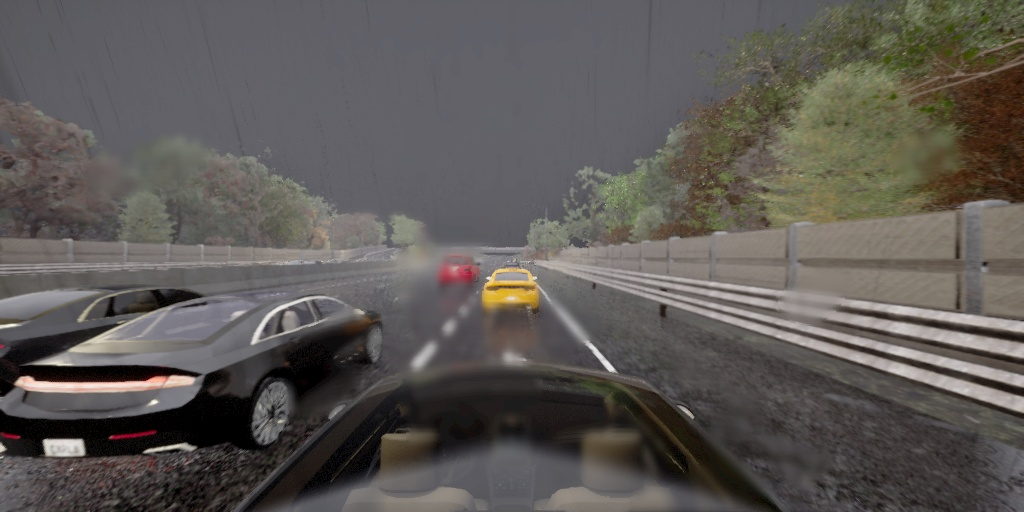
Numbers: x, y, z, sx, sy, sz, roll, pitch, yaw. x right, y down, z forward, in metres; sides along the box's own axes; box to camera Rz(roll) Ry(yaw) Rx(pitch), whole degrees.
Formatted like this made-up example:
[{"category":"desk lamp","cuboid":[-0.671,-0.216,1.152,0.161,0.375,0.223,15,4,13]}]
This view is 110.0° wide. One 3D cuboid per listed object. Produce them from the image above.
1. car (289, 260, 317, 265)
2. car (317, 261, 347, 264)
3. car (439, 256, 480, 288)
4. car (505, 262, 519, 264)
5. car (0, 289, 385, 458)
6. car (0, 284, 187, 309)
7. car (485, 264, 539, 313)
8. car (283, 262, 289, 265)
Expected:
[{"category":"car","cuboid":[-24.550,1.349,43.827,1.812,1.442,4.674,0,0,1]},{"category":"car","cuboid":[-21.054,1.347,43.277,1.812,1.442,4.674,0,0,1]},{"category":"car","cuboid":[-3.402,0.996,23.995,2.150,2.045,5.566,0,0,0]},{"category":"car","cuboid":[-0.004,1.294,36.177,2.128,1.511,4.902,0,0,0]},{"category":"car","cuboid":[-3.401,1.243,5.150,2.128,1.511,4.902,0,0,0]},{"category":"car","cuboid":[-6.900,1.258,6.549,1.837,1.490,4.892,0,0,0]},{"category":"car","cuboid":[-0.002,1.239,14.096,1.882,1.535,5.008,0,0,0]},{"category":"car","cuboid":[-31.540,1.376,52.259,1.812,1.442,4.674,0,0,1]}]
